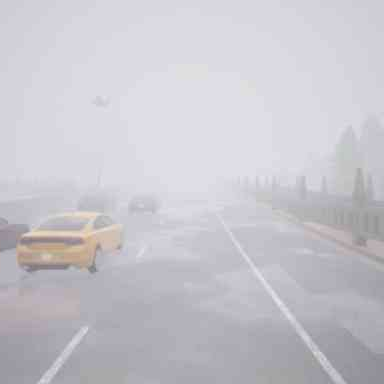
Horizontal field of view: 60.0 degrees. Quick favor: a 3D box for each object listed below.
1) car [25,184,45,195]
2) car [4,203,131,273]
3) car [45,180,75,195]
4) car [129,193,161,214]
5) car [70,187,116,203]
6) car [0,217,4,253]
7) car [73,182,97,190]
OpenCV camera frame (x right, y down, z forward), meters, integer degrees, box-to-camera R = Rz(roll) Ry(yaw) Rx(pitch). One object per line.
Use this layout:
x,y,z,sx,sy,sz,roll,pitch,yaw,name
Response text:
-21.063,-0.367,45.799,2.128,1.511,4.902,0,3,0,car
-3.432,1.350,10.395,1.882,1.535,5.008,0,1,1,car
-17.563,-0.631,45.678,2.150,2.045,5.566,0,3,0,car
-3.430,0.767,24.615,1.994,1.385,4.181,0,3,0,car
-6.932,0.692,24.653,2.128,1.511,4.902,0,3,0,car
-6.932,1.349,10.390,1.882,1.535,5.008,0,1,1,car
-14.066,-0.368,45.884,2.128,1.511,4.902,0,3,0,car
